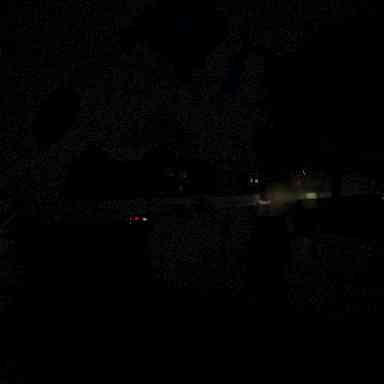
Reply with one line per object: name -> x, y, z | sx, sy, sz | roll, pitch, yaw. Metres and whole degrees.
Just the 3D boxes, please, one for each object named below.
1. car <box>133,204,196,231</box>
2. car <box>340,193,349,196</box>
car -> -0.831, 1.403, 18.677 | 2.033, 1.411, 5.357 | 0, 1, 38
car -> 23.191, 0.920, 51.645 | 2.097, 1.767, 4.553 | 0, 0, 36
